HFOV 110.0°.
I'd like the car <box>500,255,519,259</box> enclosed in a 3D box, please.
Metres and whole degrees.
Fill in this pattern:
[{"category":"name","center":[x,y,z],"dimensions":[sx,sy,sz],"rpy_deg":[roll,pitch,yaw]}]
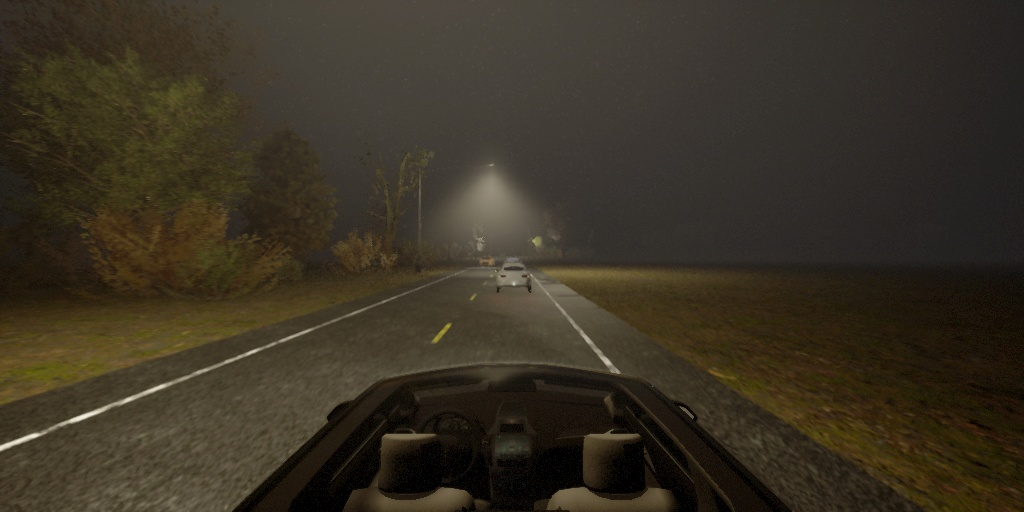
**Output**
[{"category":"car","center":[0.090,0.894,37.747],"dimensions":[2.128,1.511,4.902],"rpy_deg":[0,1,0]}]

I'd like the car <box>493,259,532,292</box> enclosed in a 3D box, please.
[{"category":"car","center":[0.095,1.102,19.765],"dimensions":[1.812,1.442,4.674],"rpy_deg":[0,1,0]}]

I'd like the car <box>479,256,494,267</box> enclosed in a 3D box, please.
[{"category":"car","center":[-3.569,0.747,51.194],"dimensions":[1.882,1.535,5.008],"rpy_deg":[0,1,0]}]
